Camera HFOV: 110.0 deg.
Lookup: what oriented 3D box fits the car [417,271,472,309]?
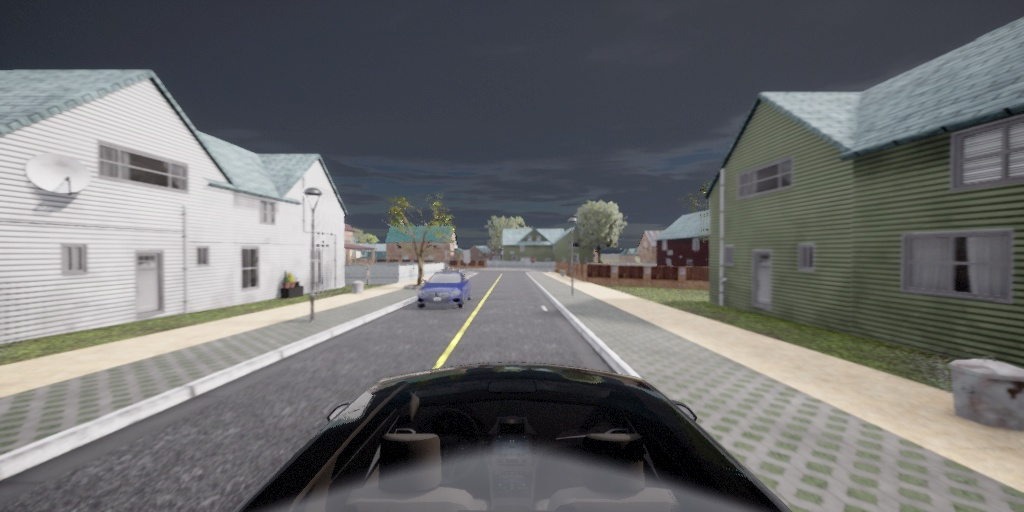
[{"bbox_3d":[-2.835,1.404,15.928,1.812,1.442,4.674,0,-1,0],"label":"car"}]
